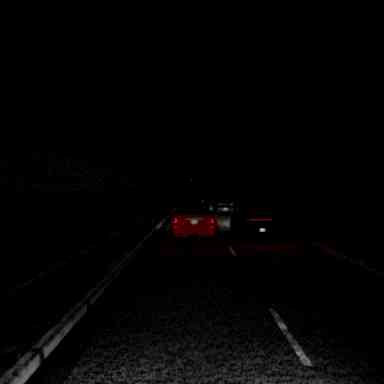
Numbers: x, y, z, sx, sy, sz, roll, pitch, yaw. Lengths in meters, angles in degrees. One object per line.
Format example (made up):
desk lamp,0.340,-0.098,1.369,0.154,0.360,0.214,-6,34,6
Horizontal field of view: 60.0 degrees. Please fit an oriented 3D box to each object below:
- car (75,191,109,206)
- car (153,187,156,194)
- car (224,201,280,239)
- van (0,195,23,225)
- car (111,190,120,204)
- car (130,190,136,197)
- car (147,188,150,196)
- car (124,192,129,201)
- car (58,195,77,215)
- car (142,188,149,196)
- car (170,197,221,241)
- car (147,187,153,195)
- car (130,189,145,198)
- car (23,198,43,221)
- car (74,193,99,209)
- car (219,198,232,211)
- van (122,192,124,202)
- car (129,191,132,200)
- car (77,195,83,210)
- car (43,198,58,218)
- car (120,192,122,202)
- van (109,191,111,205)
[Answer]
car,-13.903,0.930,42.448,5.566,2.045,2.435,-1,1,-20
car,-13.683,0.245,93.450,5.366,1.575,1.946,-1,1,-20
car,3.094,1.435,17.009,2.128,1.511,4.902,0,0,0
van,-13.776,1.191,21.622,4.442,1.987,1.878,-1,0,-20
car,-13.850,0.827,48.443,5.566,2.045,2.435,-1,1,-20
car,-13.840,0.850,63.380,4.792,1.488,2.163,-1,1,-20
car,-13.863,0.490,84.379,4.674,1.452,2.002,-1,1,-20
car,-13.840,0.798,57.387,4.553,1.767,2.185,-1,1,-20
car,-13.706,1.337,30.597,5.366,1.575,1.946,-1,0,-20
car,-14.031,0.509,81.306,5.366,1.575,1.946,-1,1,-20
car,0.094,1.298,16.357,2.097,1.767,4.553,0,0,0
car,-13.835,0.140,87.392,5.566,2.045,2.435,-1,1,-20
car,-13.836,0.643,75.384,4.792,1.488,2.163,-1,1,-20
car,-13.875,1.436,24.556,4.674,1.452,2.002,-1,1,-20
car,-13.871,1.266,39.481,4.674,1.452,2.002,-1,1,-20
car,3.091,1.313,32.887,2.128,1.511,4.902,0,1,0
van,-13.981,0.752,54.351,4.442,1.987,1.878,-1,1,-20
car,-13.862,0.913,60.362,4.674,1.452,2.002,-1,1,-20
car,-13.849,1.338,33.525,4.792,1.488,2.163,-1,0,-20
car,-13.905,1.405,27.528,4.792,1.488,2.163,-1,1,-20
car,-13.864,1.028,51.415,4.892,1.521,2.231,-1,1,-20
van,-13.767,0.902,45.491,4.442,1.987,1.878,-1,1,-20
